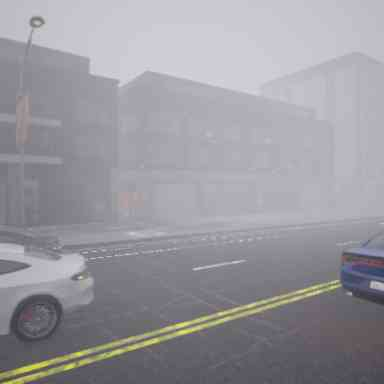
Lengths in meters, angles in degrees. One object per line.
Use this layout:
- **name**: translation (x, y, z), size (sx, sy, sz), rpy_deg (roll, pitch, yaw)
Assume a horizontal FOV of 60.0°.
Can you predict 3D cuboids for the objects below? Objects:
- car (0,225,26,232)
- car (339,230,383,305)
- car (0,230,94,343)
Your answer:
- **car**: translation (-5.466, 1.527, 7.766), size (4.674, 1.442, 1.812), rpy_deg (0, 0, -35)
- **car**: translation (5.211, 1.452, 7.157), size (5.008, 1.535, 1.882), rpy_deg (0, 0, -35)
- **car**: translation (-3.852, 1.528, 4.926), size (4.674, 1.442, 1.812), rpy_deg (0, 0, -35)
